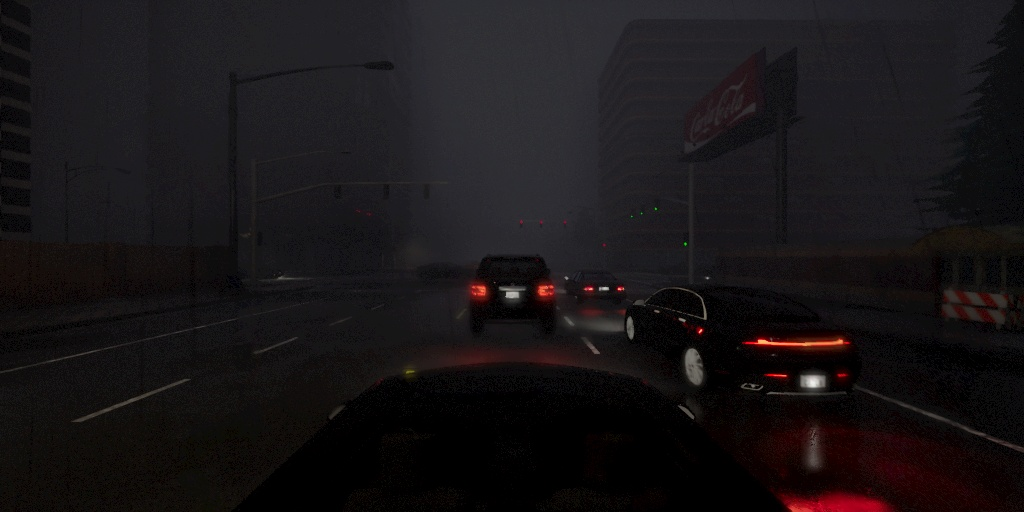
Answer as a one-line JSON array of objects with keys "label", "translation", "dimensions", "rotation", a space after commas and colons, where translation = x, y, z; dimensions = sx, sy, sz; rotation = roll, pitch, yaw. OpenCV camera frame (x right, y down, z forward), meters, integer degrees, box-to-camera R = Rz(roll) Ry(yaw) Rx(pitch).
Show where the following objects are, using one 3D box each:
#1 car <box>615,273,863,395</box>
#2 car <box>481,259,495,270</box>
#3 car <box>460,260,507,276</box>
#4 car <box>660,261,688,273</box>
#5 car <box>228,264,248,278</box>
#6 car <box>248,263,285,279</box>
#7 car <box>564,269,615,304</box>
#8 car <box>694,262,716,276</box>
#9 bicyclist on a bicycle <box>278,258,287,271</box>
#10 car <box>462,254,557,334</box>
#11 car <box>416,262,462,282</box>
[{"label": "car", "translation": [3.599, 1.255, 6.703], "dimensions": [1.837, 1.490, 4.892], "rotation": [0, 0, 0]}, {"label": "car", "translation": [-3.563, 1.276, 54.960], "dimensions": [1.812, 1.442, 4.674], "rotation": [0, 0, 0]}, {"label": "car", "translation": [-2.946, 1.228, 38.083], "dimensions": [1.882, 1.535, 5.008], "rotation": [1, 1, 43]}, {"label": "car", "translation": [18.628, 1.276, 39.236], "dimensions": [4.674, 1.442, 1.812], "rotation": [0, 0, 0]}, {"label": "car", "translation": [-24.137, 1.101, 28.300], "dimensions": [4.553, 1.767, 2.097], "rotation": [0, 0, 0]}, {"label": "car", "translation": [-22.597, 1.314, 31.808], "dimensions": [4.181, 1.385, 1.994], "rotation": [0, 0, 0]}, {"label": "car", "translation": [3.588, 1.297, 16.222], "dimensions": [2.033, 1.411, 5.357], "rotation": [0, 0, 0]}, {"label": "car", "translation": [21.311, 1.228, 35.751], "dimensions": [5.008, 1.535, 1.882], "rotation": [0, 0, 0]}, {"label": "bicyclist on a bicycle", "translation": [-28.012, 1.051, 43.759], "dimensions": [0.582, 1.620, 1.656], "rotation": [0, 0, 0]}, {"label": "car", "translation": [0.042, 0.971, 10.770], "dimensions": [2.150, 2.045, 5.566], "rotation": [0, 0, 1]}, {"label": "car", "translation": [-5.112, 1.242, 28.403], "dimensions": [4.902, 1.511, 2.128], "rotation": [0, 0, 0]}]
